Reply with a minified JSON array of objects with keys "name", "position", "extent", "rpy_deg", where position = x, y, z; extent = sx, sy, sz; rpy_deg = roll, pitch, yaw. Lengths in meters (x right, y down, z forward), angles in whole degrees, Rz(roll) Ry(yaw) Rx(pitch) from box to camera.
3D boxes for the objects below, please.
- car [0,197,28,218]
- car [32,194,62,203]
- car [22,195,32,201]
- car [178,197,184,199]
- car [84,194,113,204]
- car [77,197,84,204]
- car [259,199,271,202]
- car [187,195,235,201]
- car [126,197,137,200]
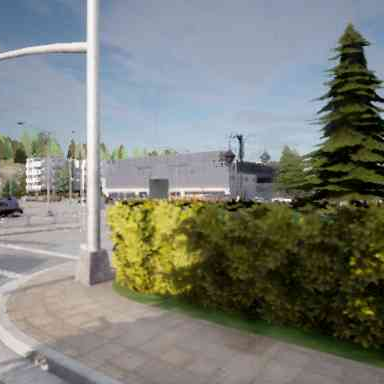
[{"name":"car","position":[-16.530,1.414,27.577],"extent":[2.007,1.523,4.514],"rpy_deg":[0,0,35]},{"name":"car","position":[-29.456,1.318,68.473],"extent":[2.152,1.636,5.027],"rpy_deg":[0,0,35]},{"name":"car","position":[-34.865,1.412,71.941],"extent":[1.970,1.475,3.806],"rpy_deg":[0,0,35]},{"name":"car","position":[-1.402,1.458,48.764],"extent":[1.845,1.501,3.633],"rpy_deg":[0,0,35]},{"name":"car","position":[-16.442,1.225,59.681],"extent":[1.932,1.855,4.605],"rpy_deg":[0,0,35]},{"name":"car","position":[-19.046,1.211,61.035],"extent":[1.905,1.878,3.866],"rpy_deg":[0,0,35]},{"name":"car","position":[7.841,1.555,37.738],"extent":[1.837,1.490,4.892],"rpy_deg":[0,0,35]},{"name":"car","position":[2.070,1.267,29.550],"extent":[2.150,2.045,5.566],"rpy_deg":[0,0,35]},{"name":"car","position":[-8.141,1.472,44.459],"extent":[1.970,1.475,3.806],"rpy_deg":[0,0,35]}]
